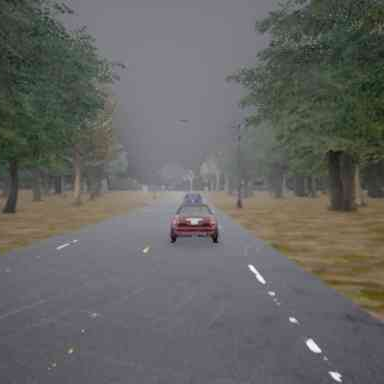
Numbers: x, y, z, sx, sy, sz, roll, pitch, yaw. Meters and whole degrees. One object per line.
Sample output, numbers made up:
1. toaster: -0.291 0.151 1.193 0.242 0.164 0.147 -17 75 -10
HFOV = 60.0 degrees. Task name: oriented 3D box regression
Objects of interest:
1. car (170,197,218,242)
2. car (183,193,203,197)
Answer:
1. car: 0.100 1.306 16.263 2.097 1.767 4.553 0 0 0
2. car: 0.101 1.096 38.550 2.150 2.045 5.566 0 0 0
